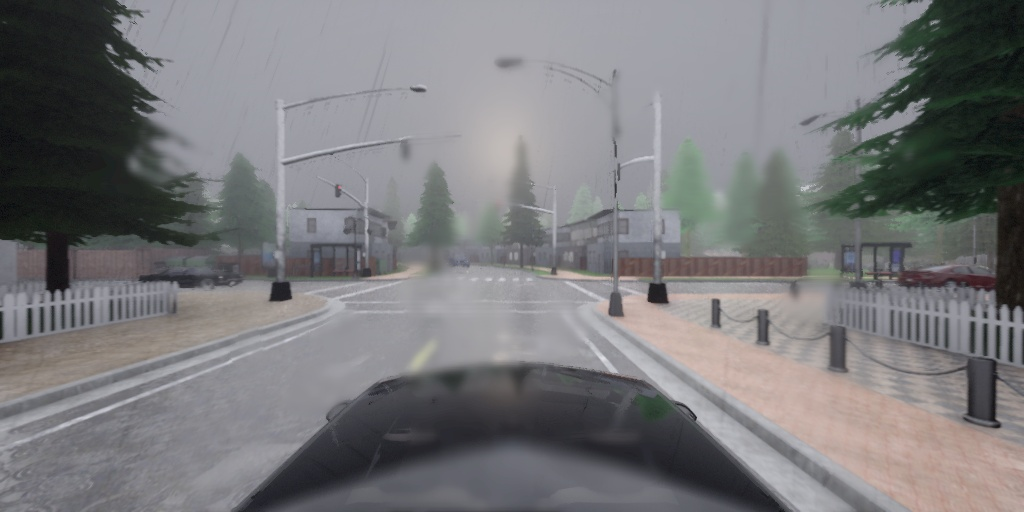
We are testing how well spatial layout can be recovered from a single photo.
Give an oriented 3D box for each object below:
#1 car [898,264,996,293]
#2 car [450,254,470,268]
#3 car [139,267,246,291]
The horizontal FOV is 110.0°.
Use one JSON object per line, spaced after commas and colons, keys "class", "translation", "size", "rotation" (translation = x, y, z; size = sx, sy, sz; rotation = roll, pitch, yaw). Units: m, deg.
{"class": "car", "translation": [23.824, 1.184, 19.139], "size": [5.008, 1.535, 1.882], "rotation": [1, 0, 2]}
{"class": "car", "translation": [-7.559, 0.718, 51.974], "size": [2.150, 2.045, 5.566], "rotation": [0, 0, -18]}
{"class": "car", "translation": [-17.987, 1.278, 20.386], "size": [4.718, 1.301, 1.895], "rotation": [0, 0, 2]}
